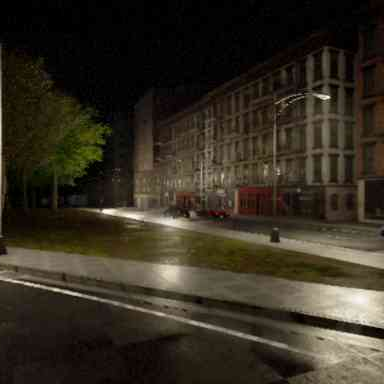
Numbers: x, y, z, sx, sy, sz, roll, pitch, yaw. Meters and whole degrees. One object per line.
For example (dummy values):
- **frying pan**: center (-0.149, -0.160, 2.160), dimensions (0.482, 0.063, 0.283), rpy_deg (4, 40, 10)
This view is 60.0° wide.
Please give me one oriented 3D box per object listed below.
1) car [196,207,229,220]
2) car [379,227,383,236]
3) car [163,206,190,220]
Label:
- **car**: center (2.193, 2.363, 37.146), dimensions (1.895, 1.301, 4.718), rpy_deg (0, -1, -25)
- **car**: center (12.070, 1.887, 16.117), dimensions (2.033, 1.411, 5.357), rpy_deg (0, -1, -25)
- **car**: center (-1.807, 2.326, 37.988), dimensions (1.812, 1.442, 4.674), rpy_deg (0, -1, -25)
